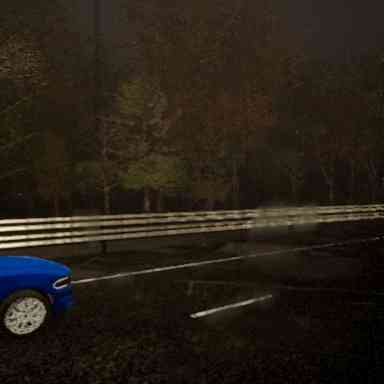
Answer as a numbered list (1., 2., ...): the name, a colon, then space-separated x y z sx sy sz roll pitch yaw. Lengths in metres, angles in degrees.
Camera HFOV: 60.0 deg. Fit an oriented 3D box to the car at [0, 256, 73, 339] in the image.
1. car: -4.373 1.471 4.864 5.008 1.535 1.882 0 0 -36
